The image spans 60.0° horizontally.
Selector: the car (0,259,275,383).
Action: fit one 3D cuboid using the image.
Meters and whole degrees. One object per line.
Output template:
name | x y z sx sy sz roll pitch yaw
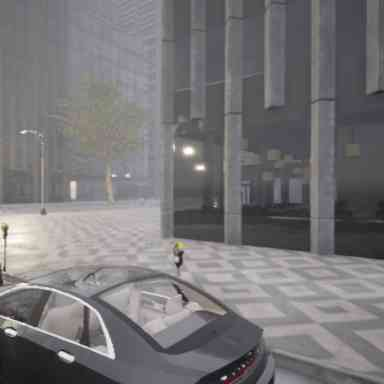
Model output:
car | -1.277 1.544 3.870 4.403 1.369 2.008 0 0 35
